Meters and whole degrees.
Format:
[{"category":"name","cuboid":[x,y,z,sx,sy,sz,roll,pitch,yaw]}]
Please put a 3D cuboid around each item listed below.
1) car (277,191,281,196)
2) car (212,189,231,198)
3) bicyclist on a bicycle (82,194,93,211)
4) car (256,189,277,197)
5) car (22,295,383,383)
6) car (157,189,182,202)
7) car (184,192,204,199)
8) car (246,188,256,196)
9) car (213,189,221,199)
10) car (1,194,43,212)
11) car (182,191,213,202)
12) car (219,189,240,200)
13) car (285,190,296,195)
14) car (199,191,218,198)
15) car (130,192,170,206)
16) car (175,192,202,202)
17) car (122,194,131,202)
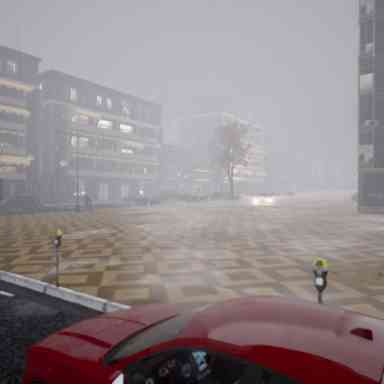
[{"category":"car","cuboid":[19.994,0.374,79.933,2.008,1.369,4.403,2,2,35]},{"category":"car","cuboid":[6.764,0.245,75.550,2.192,1.841,5.009,2,2,35]},{"category":"bicyclist on a bicycle","cuboid":[-9.966,1.029,31.569,1.656,1.620,0.582,0,1,35]},{"category":"car","cuboid":[16.821,0.460,75.358,2.008,1.369,4.403,2,2,35]},{"category":"car","cuboid":[0.471,1.545,2.529,4.507,1.381,1.887,0,0,36]},{"category":"car","cuboid":[-4.631,0.542,54.531,2.150,2.045,5.566,1,1,35]},{"category":"car","cuboid":[0.415,0.668,66.404,1.947,1.339,4.313,2,2,35]},{"category":"car","cuboid":[16.283,-0.011,89.279,2.192,1.841,5.009,2,2,35]},{"category":"car","cuboid":[5.362,0.643,63.571,1.837,1.490,4.892,1,1,35]},{"category":"car","cuboid":[-18.227,1.044,34.989,2.097,1.767,4.553,1,1,35]},{"category":"car","cuboid":[0.955,0.890,52.475,2.008,1.369,4.403,2,2,35]},{"category":"car","cuboid":[7.399,0.689,61.768,1.752,1.417,4.829,2,2,35]},{"category":"car","cuboid":[26.341,0.093,89.084,1.967,1.590,4.097,2,2,35]},{"category":"car","cuboid":[3.491,0.544,70.839,1.752,1.417,4.829,2,2,35]},{"category":"car","cuboid":[-5.392,1.064,43.322,2.008,1.369,4.403,2,2,35]},{"category":"car","cuboid":[-0.513,0.777,55.010,1.882,1.535,5.008,1,1,35]},{"category":"car","cuboid":[-9.105,0.928,52.674,1.947,1.339,4.313,2,2,35]}]
